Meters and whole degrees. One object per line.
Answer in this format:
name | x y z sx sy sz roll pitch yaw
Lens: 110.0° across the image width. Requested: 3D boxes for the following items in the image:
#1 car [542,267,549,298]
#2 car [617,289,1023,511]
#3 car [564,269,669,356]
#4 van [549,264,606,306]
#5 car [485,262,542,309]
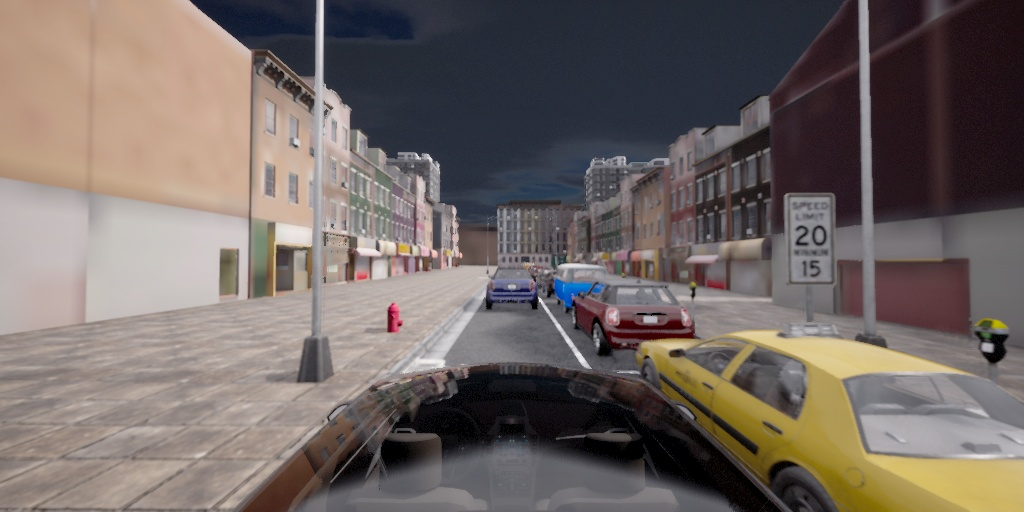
car | 2.639 1.494 19.797 1.948 1.339 4.313 0 0 0
car | 2.640 1.290 3.458 1.751 1.417 4.829 0 0 0
car | 2.640 1.258 8.791 1.967 1.591 4.097 0 0 0
van | 2.640 1.213 14.293 1.690 1.789 3.998 0 0 0
car | 0.002 1.239 15.932 2.097 1.767 4.553 0 -1 0
